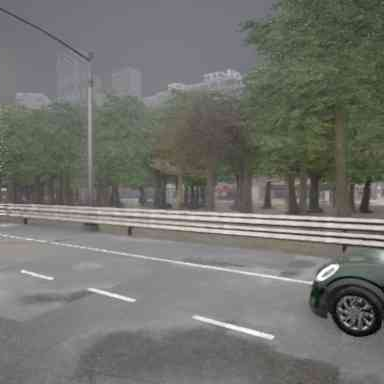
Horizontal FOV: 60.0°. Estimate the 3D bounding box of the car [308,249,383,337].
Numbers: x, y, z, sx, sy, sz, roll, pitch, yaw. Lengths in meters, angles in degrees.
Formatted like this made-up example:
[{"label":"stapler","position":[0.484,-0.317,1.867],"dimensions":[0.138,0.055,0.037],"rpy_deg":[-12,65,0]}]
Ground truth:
[{"label":"car","position":[4.249,1.352,5.136],"dimensions":[4.553,1.767,2.097],"rpy_deg":[0,0,35]}]
